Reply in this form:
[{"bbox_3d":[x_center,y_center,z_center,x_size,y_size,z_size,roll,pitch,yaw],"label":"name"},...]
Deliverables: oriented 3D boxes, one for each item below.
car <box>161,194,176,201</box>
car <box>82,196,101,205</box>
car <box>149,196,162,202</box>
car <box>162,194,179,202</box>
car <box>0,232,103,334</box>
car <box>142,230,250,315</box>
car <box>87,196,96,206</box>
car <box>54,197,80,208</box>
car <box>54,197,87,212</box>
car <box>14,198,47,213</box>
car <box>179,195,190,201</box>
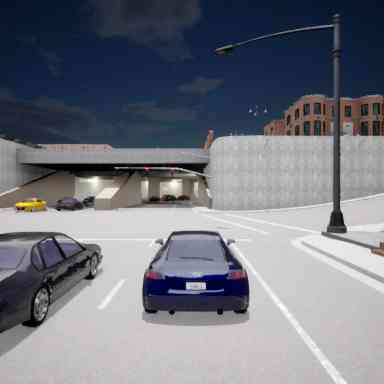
[{"bbox_3d":[-5.952,1.355,84.921,2.097,1.767,4.553,0,0,24],"label":"car"},{"bbox_3d":[-18.709,1.493,61.985,2.128,1.511,4.902,0,0,-1],"label":"car"},{"bbox_3d":[-8.292,1.540,74.870,2.033,1.411,5.357,0,0,6],"label":"car"},{"bbox_3d":[-4.773,1.355,75.163,2.097,1.767,4.553,0,0,6],"label":"car"},{"bbox_3d":[-3.426,1.547,6.955,2.033,1.411,5.357,0,0,0],"label":"car"},{"bbox_3d":[0.075,1.564,7.653,1.994,1.385,4.181,0,0,0],"label":"car"},{"bbox_3d":[-14.981,1.525,51.170,1.812,1.442,4.674,0,0,-1],"label":"car"},{"bbox_3d":[-18.439,1.492,49.390,2.128,1.511,4.902,0,0,-1],"label":"car"},{"bbox_3d":[-14.685,1.548,39.985,2.033,1.411,5.357,0,0,-2],"label":"car"},{"bbox_3d":[-18.104,1.478,37.490,1.882,1.535,5.008,0,0,-2],"label":"car"},{"bbox_3d":[-2.146,1.524,84.959,1.812,1.442,4.674,0,0,28],"label":"car"}]
